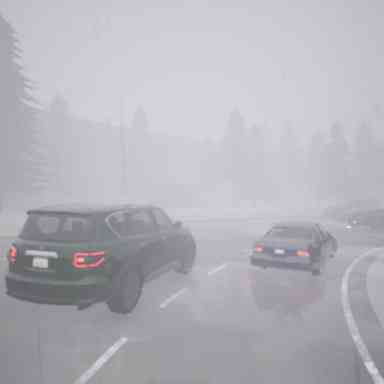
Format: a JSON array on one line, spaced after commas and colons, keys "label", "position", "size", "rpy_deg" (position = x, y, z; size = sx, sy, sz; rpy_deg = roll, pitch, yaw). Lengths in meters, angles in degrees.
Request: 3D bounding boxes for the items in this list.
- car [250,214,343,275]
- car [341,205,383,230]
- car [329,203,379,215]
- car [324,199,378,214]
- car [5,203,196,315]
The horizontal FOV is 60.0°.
[{"label": "car", "position": [3.584, 1.684, 11.124], "size": [2.033, 1.411, 5.357], "rpy_deg": [0, -1, 29]}, {"label": "car", "position": [13.404, 1.858, 23.864], "size": [4.892, 1.490, 1.837], "rpy_deg": [1, -1, -24]}, {"label": "car", "position": [14.413, 1.928, 28.217], "size": [4.674, 1.442, 1.812], "rpy_deg": [1, -1, -19]}, {"label": "car", "position": [15.603, 1.672, 32.320], "size": [5.566, 2.045, 2.150], "rpy_deg": [1, -1, -17]}, {"label": "car", "position": [-1.650, 1.278, 8.044], "size": [2.150, 2.045, 5.566], "rpy_deg": [0, 0, 19]}]
